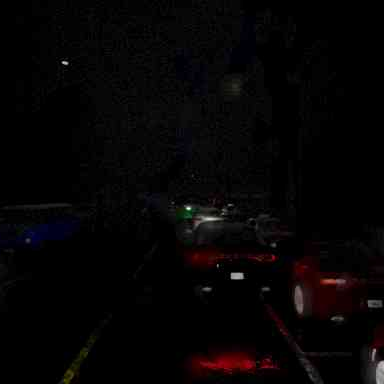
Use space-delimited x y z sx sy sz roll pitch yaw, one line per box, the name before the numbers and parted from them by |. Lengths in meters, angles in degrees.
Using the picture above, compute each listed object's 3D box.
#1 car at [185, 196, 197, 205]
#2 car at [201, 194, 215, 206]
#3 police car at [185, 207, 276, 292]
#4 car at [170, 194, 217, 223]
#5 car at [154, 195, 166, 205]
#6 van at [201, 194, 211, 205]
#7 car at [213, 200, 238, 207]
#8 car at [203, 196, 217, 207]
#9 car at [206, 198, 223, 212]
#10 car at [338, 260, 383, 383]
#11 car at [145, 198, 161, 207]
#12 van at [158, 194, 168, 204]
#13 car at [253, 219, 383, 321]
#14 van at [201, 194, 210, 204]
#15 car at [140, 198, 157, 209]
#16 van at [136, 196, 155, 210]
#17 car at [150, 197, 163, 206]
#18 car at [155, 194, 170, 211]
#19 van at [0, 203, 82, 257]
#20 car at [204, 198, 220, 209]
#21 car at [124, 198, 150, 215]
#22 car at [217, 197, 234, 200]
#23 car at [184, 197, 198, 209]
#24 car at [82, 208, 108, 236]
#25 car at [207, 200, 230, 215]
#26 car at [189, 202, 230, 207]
car | -0.123 1.510 60.702 2.128 1.511 4.902 0 0 0
car | 2.647 1.331 56.169 2.192 1.841 5.009 0 0 0
police car | 0.872 1.427 9.041 1.930 1.638 5.238 0 0 0
car | 0.288 1.224 25.181 2.150 2.045 5.566 0 0 11
car | -5.889 1.459 61.589 1.967 1.590 4.097 0 0 0
van | 2.636 1.360 61.607 1.690 1.788 3.998 0 0 0
car | 2.714 1.528 23.713 1.752 1.417 4.829 0 0 0
car | 2.659 1.453 50.731 1.967 1.590 4.097 0 0 0
car | 2.681 1.533 40.026 1.752 1.417 4.829 0 0 0
car | 2.759 1.545 1.793 1.887 1.381 4.507 0 0 0
car | -5.866 1.578 50.714 1.947 1.339 4.313 0 0 0
van | -5.900 1.364 67.027 1.690 1.788 3.998 0 0 0
car | 2.748 1.545 7.231 1.887 1.381 4.507 0 0 0
van | 2.625 1.364 67.044 1.690 1.788 3.998 0 0 0
car | -5.855 1.535 45.107 1.752 1.417 4.829 0 0 0
van | -5.844 1.348 39.839 1.690 1.788 3.998 0 0 0
car | -5.877 1.541 55.982 1.752 1.417 4.829 0 0 0
car | -3.084 1.360 41.574 2.097 1.767 4.553 0 0 0
van | -5.788 1.342 12.651 1.690 1.788 3.998 0 0 0
car | 2.670 1.554 45.294 1.887 1.381 4.507 0 0 0
car | -5.833 1.571 34.401 1.947 1.339 4.313 0 0 0
car | 2.703 1.318 28.981 2.192 1.841 5.009 0 0 0
car | -0.083 1.488 46.886 1.882 1.535 5.008 0 0 0
car | -5.799 1.552 18.089 2.008 1.369 4.403 0 0 0
car | 2.693 1.556 34.418 2.008 1.369 4.403 0 0 0
car | 0.863 1.528 18.932 1.812 1.442 4.674 0 0 0
